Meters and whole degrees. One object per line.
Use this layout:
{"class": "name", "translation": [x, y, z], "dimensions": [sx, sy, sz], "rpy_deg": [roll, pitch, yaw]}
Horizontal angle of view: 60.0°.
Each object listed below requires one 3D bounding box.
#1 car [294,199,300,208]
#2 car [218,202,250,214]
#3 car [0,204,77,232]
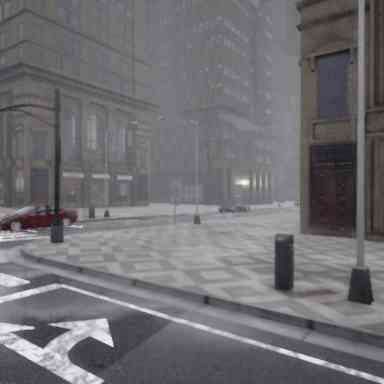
{"class": "car", "translation": [20.456, 2.044, 61.474], "dimensions": [2.097, 1.767, 4.553], "rpy_deg": [0, -1, 36]}
{"class": "car", "translation": [5.179, 1.869, 40.066], "dimensions": [2.033, 1.411, 5.357], "rpy_deg": [0, -1, 36]}
{"class": "car", "translation": [-9.297, 1.480, 19.774], "dimensions": [1.882, 1.535, 5.008], "rpy_deg": [0, 0, 36]}
